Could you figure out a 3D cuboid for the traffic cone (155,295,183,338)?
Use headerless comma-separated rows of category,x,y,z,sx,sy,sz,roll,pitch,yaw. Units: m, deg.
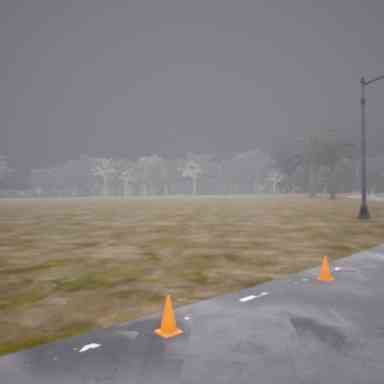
traffic cone,-0.373,1.961,5.355,0.340,0.580,0.340,-1,0,-38

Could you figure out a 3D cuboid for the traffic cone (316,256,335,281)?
traffic cone,3.385,1.911,8.434,0.340,0.580,0.340,-1,0,-41
